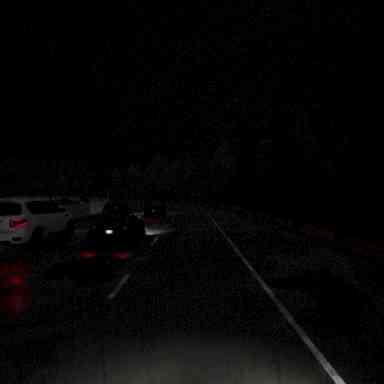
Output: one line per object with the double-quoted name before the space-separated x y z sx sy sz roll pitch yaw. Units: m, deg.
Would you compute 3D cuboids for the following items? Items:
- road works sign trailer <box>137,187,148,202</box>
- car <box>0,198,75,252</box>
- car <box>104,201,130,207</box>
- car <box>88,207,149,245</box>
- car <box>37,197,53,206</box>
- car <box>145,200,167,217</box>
"road works sign trailer" -12.092 0.658 79.888 2.380 3.560 2.880 0 0 -30
"car" -6.898 1.256 14.167 2.150 2.045 5.566 0 0 0
"car" -6.985 1.580 30.857 1.837 1.490 4.892 0 0 -1
"car" -3.398 1.602 15.633 1.994 1.385 4.181 0 0 0
"car" -26.122 1.694 59.246 2.033 1.411 5.357 0 0 -19
"car" -3.528 1.556 32.319 1.882 1.535 5.008 0 0 -2
